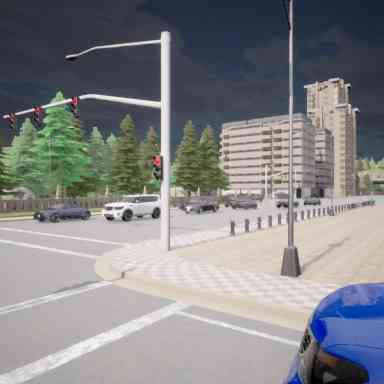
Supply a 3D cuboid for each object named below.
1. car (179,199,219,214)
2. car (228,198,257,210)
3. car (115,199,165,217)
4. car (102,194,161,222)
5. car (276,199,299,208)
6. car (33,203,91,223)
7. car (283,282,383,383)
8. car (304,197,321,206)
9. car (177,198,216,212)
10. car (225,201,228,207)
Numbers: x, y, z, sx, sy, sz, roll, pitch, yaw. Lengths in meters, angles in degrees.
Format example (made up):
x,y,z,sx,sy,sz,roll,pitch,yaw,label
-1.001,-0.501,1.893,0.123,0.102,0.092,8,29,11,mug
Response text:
x,y,z,sx,sy,sz,roll,pitch,yaw,label
1.082,1.492,35.271,2.128,1.511,4.902,0,0,36,car
6.909,1.564,43.412,1.994,1.385,4.181,0,0,36,car
-5.012,1.491,32.758,2.128,1.511,4.902,0,0,35,car
-4.683,1.221,27.192,2.150,2.045,5.566,0,0,35,car
13.341,1.601,46.096,1.895,1.301,4.718,0,0,35,car
-9.977,1.564,25.799,1.994,1.385,4.181,0,0,36,car
3.316,1.221,1.601,5.566,2.045,2.150,0,0,36,car
20.195,1.564,55.706,1.994,1.385,4.181,0,0,35,car
0.665,1.547,40.714,2.033,1.411,5.357,0,0,36,car
6.491,1.564,48.822,1.994,1.385,4.181,0,0,36,car
